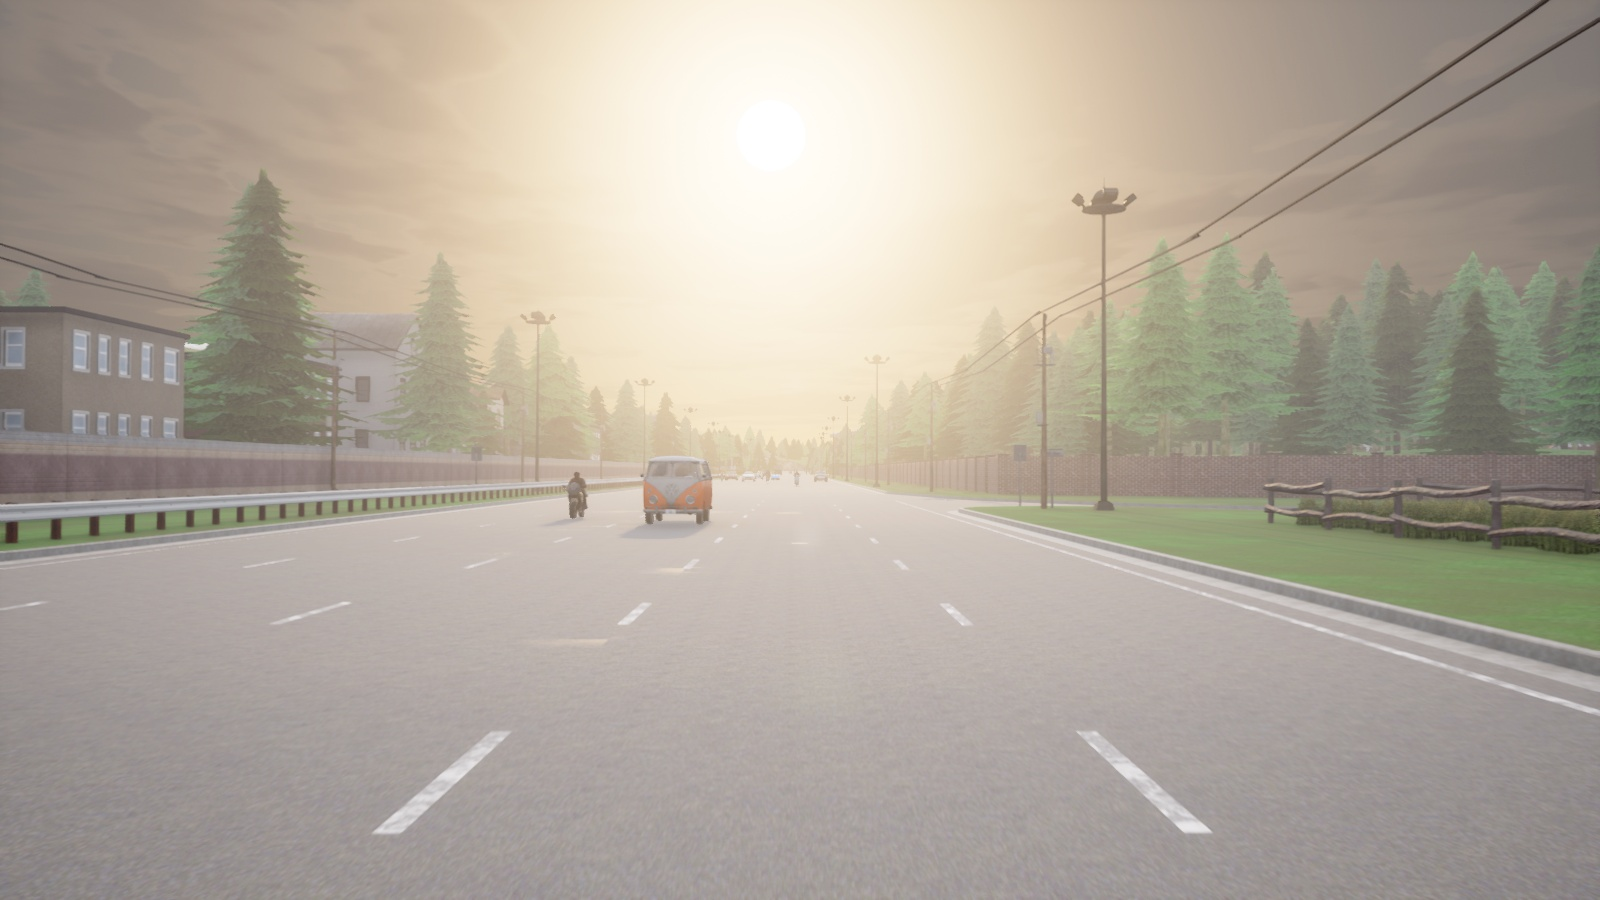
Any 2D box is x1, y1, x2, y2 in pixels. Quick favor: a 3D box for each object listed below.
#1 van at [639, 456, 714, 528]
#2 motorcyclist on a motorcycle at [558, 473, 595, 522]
[{"bbox_3d":[-3.590,1.204,37.175,1.775,1.987,4.442,0,-1,0],"label":"van"},{"bbox_3d":[-7.096,1.494,39.964,0.797,1.523,2.044,0,-1,0],"label":"motorcyclist on a motorcycle"}]
